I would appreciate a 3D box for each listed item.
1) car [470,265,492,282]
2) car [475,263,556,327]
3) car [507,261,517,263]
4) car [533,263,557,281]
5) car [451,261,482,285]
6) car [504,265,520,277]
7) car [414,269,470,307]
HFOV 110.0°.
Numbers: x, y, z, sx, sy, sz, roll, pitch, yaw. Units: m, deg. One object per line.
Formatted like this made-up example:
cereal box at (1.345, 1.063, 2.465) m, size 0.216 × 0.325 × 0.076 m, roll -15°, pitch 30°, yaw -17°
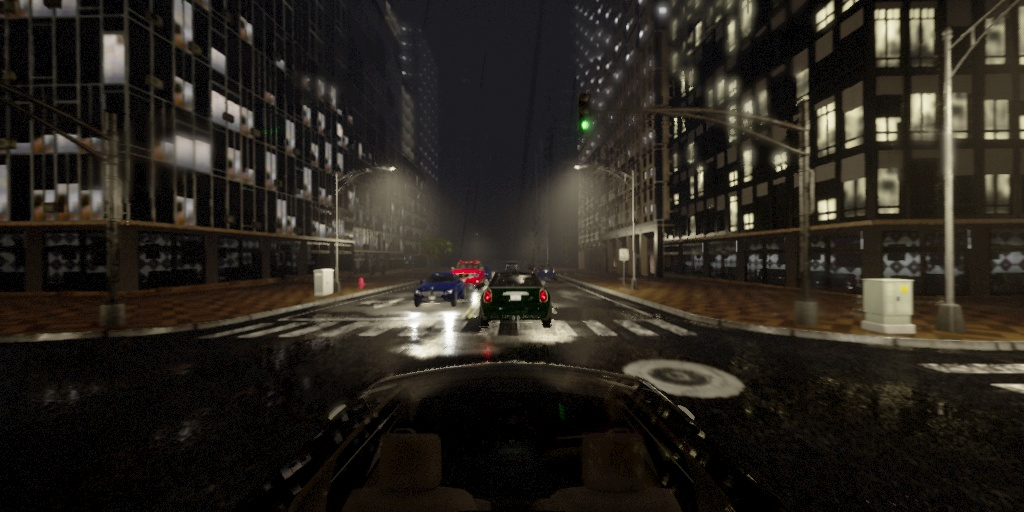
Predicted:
car at (-3.227, 1.793, 38.051) m, size 1.882 × 1.535 × 5.008 m, roll -1°, pitch -1°, yaw 0°
car at (0.105, 1.241, 12.223) m, size 2.097 × 1.767 × 4.553 m, roll 0°, pitch -1°, yaw 0°
car at (0.040, 1.803, 58.157) m, size 2.150 × 2.045 × 5.566 m, roll -1°, pitch -1°, yaw 0°
car at (3.375, 1.600, 37.733) m, size 2.097 × 1.767 × 4.553 m, roll -1°, pitch -1°, yaw 0°
car at (-3.318, 1.381, 27.584) m, size 2.150 × 2.045 × 5.566 m, roll -1°, pitch -1°, yaw 0°
car at (0.034, 1.976, 47.705) m, size 2.033 × 1.411 × 5.357 m, roll -1°, pitch -1°, yaw 0°
car at (-3.341, 1.530, 17.356) m, size 1.812 × 1.442 × 4.674 m, roll -1°, pitch -1°, yaw 0°
